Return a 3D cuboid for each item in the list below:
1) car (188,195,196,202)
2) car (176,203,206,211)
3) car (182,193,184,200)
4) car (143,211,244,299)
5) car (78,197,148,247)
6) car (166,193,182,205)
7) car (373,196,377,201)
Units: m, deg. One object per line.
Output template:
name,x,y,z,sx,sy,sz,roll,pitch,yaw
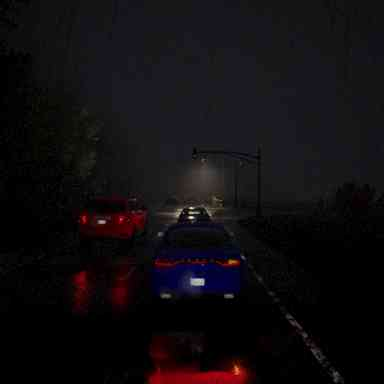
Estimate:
car,0.038,1.511,76.545,1.837,1.490,4.892,0,0,0
car,0.112,1.554,18.175,2.033,1.411,5.357,0,0,0
car,-3.457,1.234,94.333,2.150,2.045,5.566,0,0,0
car,0.104,1.481,8.499,1.882,1.535,5.008,0,0,0
car,-3.392,1.226,15.190,2.150,2.045,5.566,0,0,0
car,-3.373,1.364,57.327,2.097,1.767,4.553,0,0,0
car,19.921,1.501,40.726,5.566,2.045,2.150,1,-1,0
